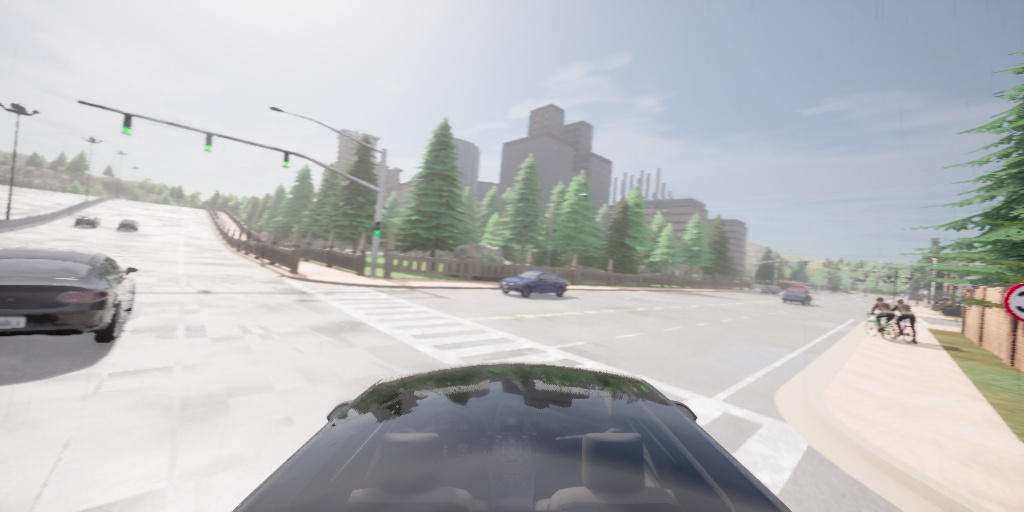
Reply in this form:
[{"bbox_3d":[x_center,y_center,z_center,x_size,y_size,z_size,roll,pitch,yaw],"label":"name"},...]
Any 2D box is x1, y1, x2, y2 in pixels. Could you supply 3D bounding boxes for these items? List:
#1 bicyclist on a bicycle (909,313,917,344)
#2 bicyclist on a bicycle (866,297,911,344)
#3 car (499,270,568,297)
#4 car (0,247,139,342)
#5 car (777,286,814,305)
[{"bbox_3d":[15.116,2.518,13.913,0.582,1.620,1.656,5,-1,24],"label":"bicyclist on a bicycle"},{"bbox_3d":[14.308,2.444,13.898,0.582,1.620,1.656,5,0,17],"label":"bicyclist on a bicycle"},{"bbox_3d":[1.367,1.562,20.805,4.674,1.442,1.812,6,-1,-43],"label":"car"},{"bbox_3d":[-8.143,0.578,6.382,1.812,1.442,4.674,6,-1,-43],"label":"car"},{"bbox_3d":[29.753,4.292,37.431,5.357,1.411,2.033,6,-1,-43],"label":"car"}]
